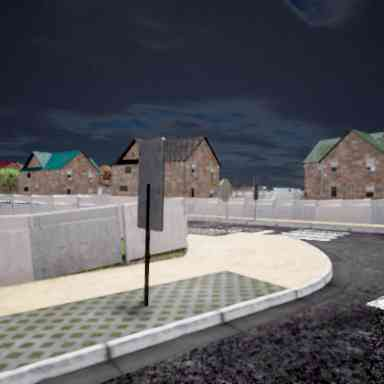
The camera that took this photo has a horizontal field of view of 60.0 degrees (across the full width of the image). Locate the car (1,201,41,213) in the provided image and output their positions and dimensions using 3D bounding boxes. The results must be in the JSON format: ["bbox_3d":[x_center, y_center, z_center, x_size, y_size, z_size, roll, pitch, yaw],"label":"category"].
[{"bbox_3d":[-15.082,1.180,28.889,4.718,1.301,1.895,0,-1,36],"label":"car"}]
